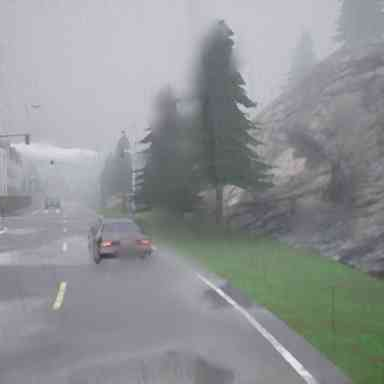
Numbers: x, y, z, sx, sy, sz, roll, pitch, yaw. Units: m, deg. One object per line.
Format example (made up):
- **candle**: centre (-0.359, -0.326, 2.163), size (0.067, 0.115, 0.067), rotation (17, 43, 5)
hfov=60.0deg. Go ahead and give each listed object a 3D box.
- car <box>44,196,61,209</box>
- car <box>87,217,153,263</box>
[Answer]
- **car**: centre (-22.501, 1.684, 53.749), size (2.150, 2.045, 5.566), rotation (0, -1, -20)
- **car**: centre (-2.870, 1.648, 12.549), size (2.033, 1.411, 5.357), rotation (0, 0, -20)
